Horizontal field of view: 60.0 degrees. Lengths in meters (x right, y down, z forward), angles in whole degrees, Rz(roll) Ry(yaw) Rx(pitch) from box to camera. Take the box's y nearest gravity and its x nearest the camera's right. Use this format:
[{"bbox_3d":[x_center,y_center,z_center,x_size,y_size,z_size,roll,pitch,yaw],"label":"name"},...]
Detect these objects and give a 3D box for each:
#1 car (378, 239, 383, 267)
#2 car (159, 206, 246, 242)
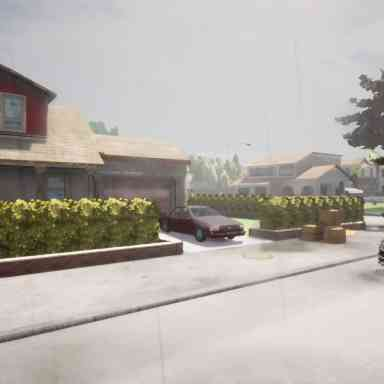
[{"bbox_3d":[7.437,1.491,9.927,4.902,1.511,2.128,0,0,-36],"label":"car"},{"bbox_3d":[0.116,1.356,15.491,2.033,1.415,5.357,0,0,-33],"label":"car"}]
